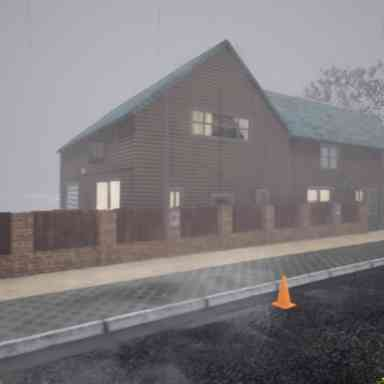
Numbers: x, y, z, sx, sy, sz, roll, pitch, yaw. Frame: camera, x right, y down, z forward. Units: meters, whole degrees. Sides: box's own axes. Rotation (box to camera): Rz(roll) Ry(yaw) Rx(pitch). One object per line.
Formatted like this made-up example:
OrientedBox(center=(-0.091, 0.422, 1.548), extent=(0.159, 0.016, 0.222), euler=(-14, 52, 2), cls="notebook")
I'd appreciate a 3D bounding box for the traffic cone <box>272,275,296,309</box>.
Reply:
OrientedBox(center=(1.829, 1.944, 6.601), extent=(0.340, 0.580, 0.340), euler=(0, 0, -34), cls="traffic cone")
